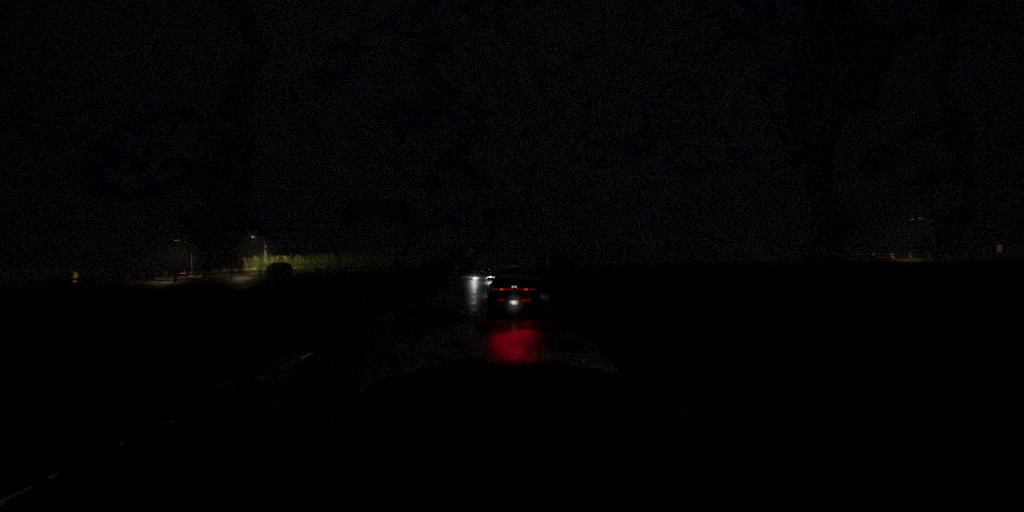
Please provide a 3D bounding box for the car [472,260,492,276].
[{"bbox_3d":[-2.862,1.220,36.465,1.837,1.490,4.892,0,0,0],"label":"car"}]

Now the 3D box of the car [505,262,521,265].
[{"bbox_3d":[0.076,1.255,29.941,1.812,1.442,4.674,0,0,0],"label":"car"}]

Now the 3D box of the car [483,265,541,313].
[{"bbox_3d":[0.080,1.257,14.018,1.837,1.490,4.892,0,0,0],"label":"car"}]
